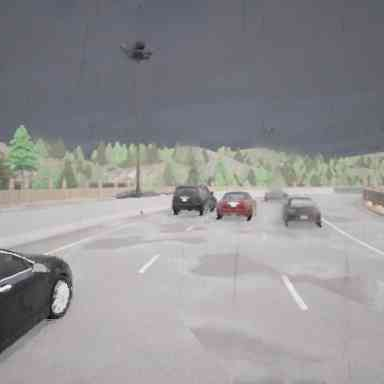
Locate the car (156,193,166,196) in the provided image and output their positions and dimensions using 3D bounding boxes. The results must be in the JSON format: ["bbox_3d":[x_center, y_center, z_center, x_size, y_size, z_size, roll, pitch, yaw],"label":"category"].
[{"bbox_3d":[-1.753,0.474,39.586,2.033,1.411,5.357,1,2,24],"label":"car"}]

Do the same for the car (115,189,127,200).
[{"bbox_3d":[-7.941,0.365,42.723,1.837,1.490,4.892,0,2,25],"label":"car"}]

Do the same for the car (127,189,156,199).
[{"bbox_3d":[-5.432,0.495,39.714,1.994,1.385,4.181,0,2,24],"label":"car"}]

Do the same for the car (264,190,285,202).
[{"bbox_3d":[10.359,0.418,40.472,2.033,1.411,5.357,1,2,31],"label":"car"}]

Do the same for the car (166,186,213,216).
[{"bbox_3d":[0.248,0.548,24.225,2.150,2.045,5.566,0,2,16],"label":"car"}]

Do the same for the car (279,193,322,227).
[{"bbox_3d":[5.972,1.005,18.426,1.812,1.442,4.674,0,2,13],"label":"car"}]

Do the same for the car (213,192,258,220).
[{"bbox_3d":[3.024,0.748,21.524,2.097,1.767,4.553,0,2,16],"label":"car"}]

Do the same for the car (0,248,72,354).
[{"bbox_3d":[-3.134,1.384,4.045,1.837,1.490,4.892,0,2,3],"label":"car"}]
